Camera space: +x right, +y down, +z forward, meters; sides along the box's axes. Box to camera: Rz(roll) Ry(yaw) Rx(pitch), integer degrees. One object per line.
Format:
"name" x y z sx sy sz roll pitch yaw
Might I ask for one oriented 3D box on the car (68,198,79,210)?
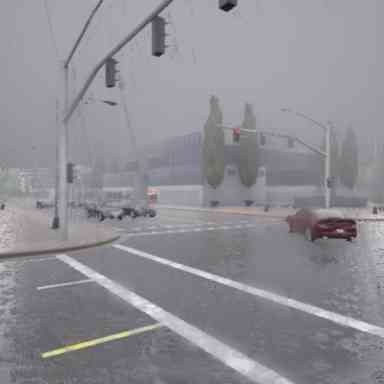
"car" -15.426 1.566 44.410 2.033 1.411 5.357 0 0 -35

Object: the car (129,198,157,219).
"car" -5.005 1.371 29.815 2.097 1.767 4.553 0 0 -36

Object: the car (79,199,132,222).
"car" -7.052 1.505 26.655 2.128 1.511 4.902 0 0 -36

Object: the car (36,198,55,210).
"car" -19.027 1.540 43.452 1.812 1.442 4.674 0 0 -36

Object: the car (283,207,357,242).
"car" 6.120 1.498 16.424 1.882 1.535 5.008 1 0 -2
